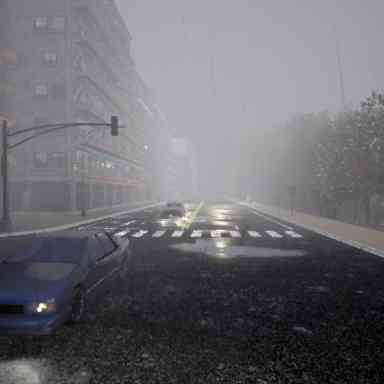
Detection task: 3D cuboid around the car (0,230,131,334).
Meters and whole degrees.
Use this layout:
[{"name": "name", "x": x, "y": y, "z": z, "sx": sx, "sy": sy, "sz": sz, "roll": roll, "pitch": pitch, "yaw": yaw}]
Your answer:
[{"name": "car", "x": -2.760, "y": 1.596, "z": 7.416, "sx": 2.033, "sy": 1.411, "sz": 5.357, "roll": 0, "pitch": 0, "yaw": 3}]

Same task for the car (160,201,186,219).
[{"name": "car", "x": -1.589, "y": 1.554, "z": 29.802, "sx": 2.033, "sy": 1.411, "sz": 5.357, "roll": 0, "pitch": 0, "yaw": 3}]
